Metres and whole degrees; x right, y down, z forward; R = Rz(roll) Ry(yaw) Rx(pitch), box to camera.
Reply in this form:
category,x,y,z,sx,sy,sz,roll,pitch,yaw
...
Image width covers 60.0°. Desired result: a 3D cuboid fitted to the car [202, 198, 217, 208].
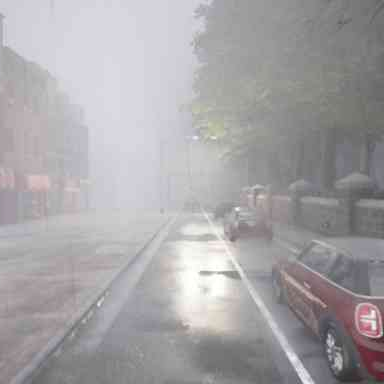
category,x,y,z,sx,sy,sz,roll,pitch,yaw
car,2.643,1.664,50.771,2.008,1.369,4.403,-1,0,0

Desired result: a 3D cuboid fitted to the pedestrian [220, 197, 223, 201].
category,x,y,z,sx,sy,sz,roll,pitch,yaw
pedestrian,2.747,1.338,31.066,0.375,1.860,0.375,-1,1,0

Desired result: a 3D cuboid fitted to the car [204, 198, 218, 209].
category,x,y,z,sx,sy,sz,roll,pitch,yaw
car,2.667,1.630,48.797,1.752,1.417,4.829,-1,0,0

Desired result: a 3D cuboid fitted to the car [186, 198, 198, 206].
category,x,y,z,sx,sy,sz,roll,pitch,yaw
car,0.000,1.703,58.608,2.033,1.411,5.357,0,-1,0

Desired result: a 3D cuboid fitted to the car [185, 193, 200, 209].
category,x,y,z,sx,sy,sz,roll,pitch,yaw
car,0.048,1.451,47.231,2.097,1.767,4.553,0,0,0

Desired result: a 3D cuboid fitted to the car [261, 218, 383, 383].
category,x,y,z,sx,sy,sz,roll,pitch,yaw
car,2.620,1.442,5.485,1.967,1.590,4.097,-1,0,0

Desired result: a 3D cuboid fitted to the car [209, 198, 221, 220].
category,x,y,z,sx,sy,sz,roll,pitch,yaw
car,2.747,1.514,28.079,1.882,1.535,5.008,0,0,0

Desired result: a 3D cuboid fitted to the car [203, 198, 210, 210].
category,x,y,z,sx,sy,sz,roll,pitch,yaw
car,2.617,1.636,43.636,2.008,1.369,4.403,-1,0,0

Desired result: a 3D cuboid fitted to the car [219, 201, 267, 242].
category,x,y,z,sx,sy,sz,roll,pitch,yaw
car,2.619,1.453,16.385,1.967,1.590,4.097,-1,0,0
